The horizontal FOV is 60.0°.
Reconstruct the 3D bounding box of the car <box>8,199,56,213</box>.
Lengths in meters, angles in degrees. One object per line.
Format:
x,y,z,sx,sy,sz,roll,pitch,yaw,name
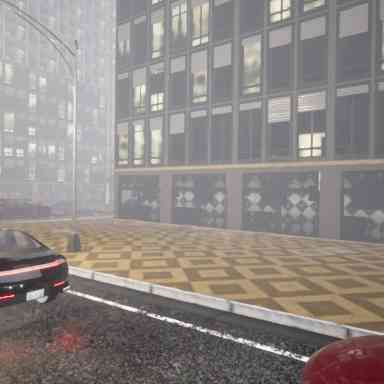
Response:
-19.069,1.642,39.836,1.752,1.417,4.829,1,0,36,car

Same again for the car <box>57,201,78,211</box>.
-15.855,1.740,39.823,1.994,1.385,4.181,1,0,36,car

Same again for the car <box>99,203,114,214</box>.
-8.773,1.829,39.690,1.752,1.417,4.829,1,0,36,car

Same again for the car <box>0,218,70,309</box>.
-4.575,1.488,6.920,4.902,1.511,2.128,0,0,35,car

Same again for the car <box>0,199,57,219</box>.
-15.555,1.519,30.467,2.192,1.841,5.009,1,0,36,car

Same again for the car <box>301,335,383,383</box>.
2.912,1.526,1.619,4.674,1.442,1.812,0,0,35,car
